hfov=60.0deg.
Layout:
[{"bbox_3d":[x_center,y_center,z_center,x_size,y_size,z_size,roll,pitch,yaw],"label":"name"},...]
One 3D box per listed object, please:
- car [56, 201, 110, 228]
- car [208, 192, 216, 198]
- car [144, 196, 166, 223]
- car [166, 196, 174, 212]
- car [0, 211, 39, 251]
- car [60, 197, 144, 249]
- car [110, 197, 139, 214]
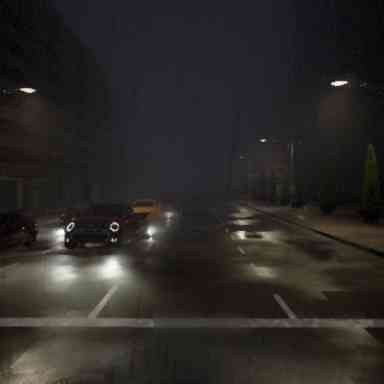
[{"bbox_3d":[-6.848,1.368,21.392,1.994,1.385,4.181,0,0,1],"label":"car"},{"bbox_3d":[5.670,0.757,91.797,1.837,1.490,4.892,0,0,2],"label":"car"},{"bbox_3d":[-3.282,1.266,23.671,1.882,1.535,5.008,0,0,2],"label":"car"},{"bbox_3d":[-2.959,1.178,35.003,1.882,1.535,5.008,0,0,2],"label":"car"},{"bbox_3d":[-7.026,1.407,11.494,1.812,1.442,4.674,0,0,1],"label":"car"},{"bbox_3d":[-3.496,1.218,13.672,2.097,1.767,4.553,0,0,1],"label":"car"},{"bbox_3d":[-6.533,1.242,32.662,1.812,1.442,4.674,0,0,2],"label":"car"}]
